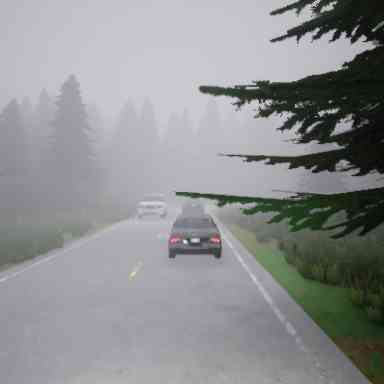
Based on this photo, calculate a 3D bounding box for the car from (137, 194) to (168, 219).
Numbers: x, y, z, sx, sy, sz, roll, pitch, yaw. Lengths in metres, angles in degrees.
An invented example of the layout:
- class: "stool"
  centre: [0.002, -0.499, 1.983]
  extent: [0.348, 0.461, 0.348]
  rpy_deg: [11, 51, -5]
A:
- class: "car"
  centre: [-3.290, 1.157, 28.645]
  extent: [2.150, 2.045, 5.566]
  rpy_deg: [0, 0, 0]

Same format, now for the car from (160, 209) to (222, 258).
- class: "car"
  centre: [0.100, 1.519, 12.668]
  extent: [2.033, 1.411, 5.357]
  rpy_deg: [0, 0, 0]
